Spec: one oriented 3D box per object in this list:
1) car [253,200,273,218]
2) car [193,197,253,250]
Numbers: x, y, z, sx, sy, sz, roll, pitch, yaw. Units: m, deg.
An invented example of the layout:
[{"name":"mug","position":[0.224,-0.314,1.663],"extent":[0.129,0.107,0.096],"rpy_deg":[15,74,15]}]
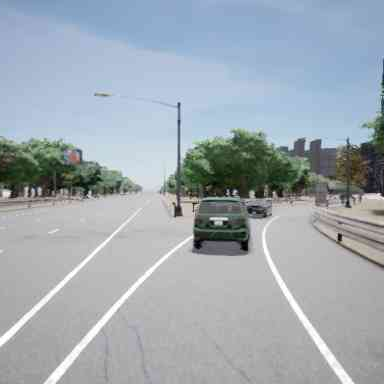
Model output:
[{"name":"car","position":[6.333,1.540,31.137],"extent":[1.837,1.490,4.892],"rpy_deg":[0,0,22]},{"name":"car","position":[1.472,1.232,14.751],"extent":[2.150,2.045,5.566],"rpy_deg":[0,0,11]}]
